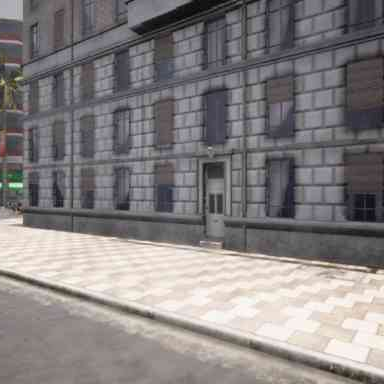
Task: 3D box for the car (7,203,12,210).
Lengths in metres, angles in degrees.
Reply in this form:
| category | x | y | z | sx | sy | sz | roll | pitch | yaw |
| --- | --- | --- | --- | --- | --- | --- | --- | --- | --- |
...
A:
| category | x | y | z | sx | sy | sz | roll | pitch | yaw |
| --- | --- | --- | --- | --- | --- | --- | --- | --- | --- |
| car | -20.842 | 1.564 | 41.796 | 1.994 | 1.385 | 4.181 | 0 | 0 | 36 |

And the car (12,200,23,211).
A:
| category | x | y | z | sx | sy | sz | roll | pitch | yaw |
| --- | --- | --- | --- | --- | --- | --- | --- | --- | --- |
| car | -16.166 | 1.477 | 36.030 | 1.882 | 1.535 | 5.008 | 0 | 0 | 36 |
